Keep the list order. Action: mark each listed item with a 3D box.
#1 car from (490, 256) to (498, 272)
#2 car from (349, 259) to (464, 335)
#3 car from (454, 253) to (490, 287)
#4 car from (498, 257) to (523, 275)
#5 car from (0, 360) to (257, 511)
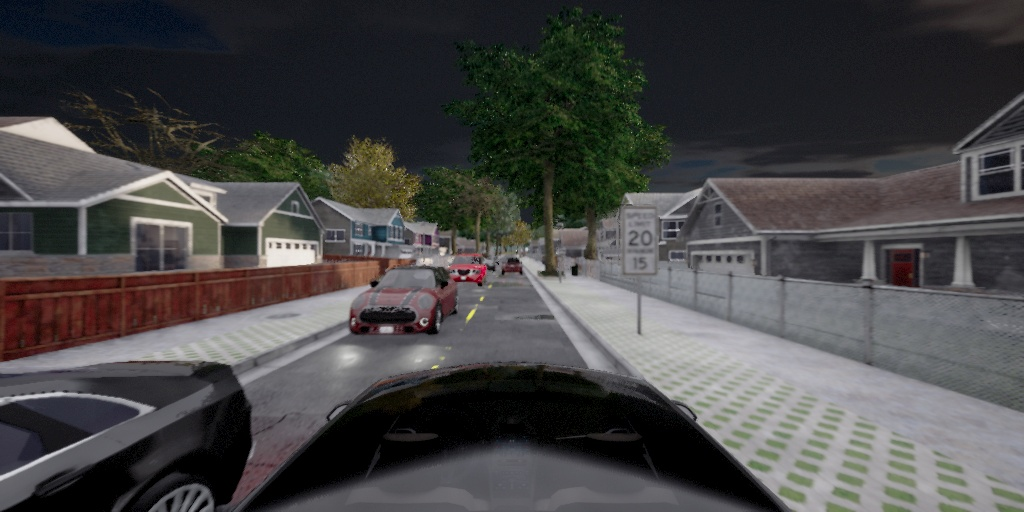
[{"bbox_3d":[-2.735,1.040,40.624,1.882,1.535,5.008,0,1,0],"label":"car"},{"bbox_3d":[-2.845,1.075,10.392,2.097,1.767,4.553,0,0,0],"label":"car"},{"bbox_3d":[-2.844,0.867,23.570,2.150,2.045,5.566,0,1,-1],"label":"car"},{"bbox_3d":[0.013,0.918,36.004,2.097,1.767,4.553,0,0,0],"label":"car"},{"bbox_3d":[-2.833,1.245,0.637,2.128,1.511,4.902,0,0,0],"label":"car"}]
